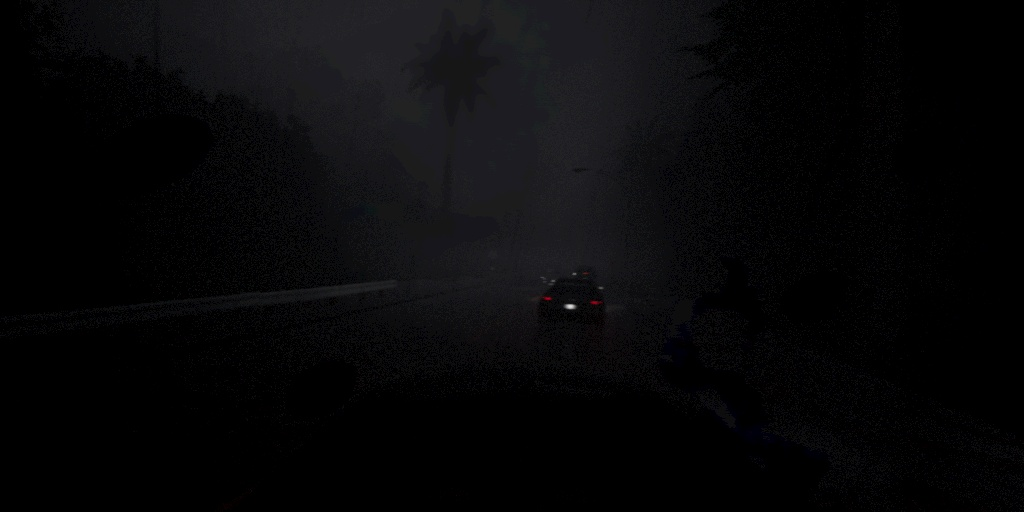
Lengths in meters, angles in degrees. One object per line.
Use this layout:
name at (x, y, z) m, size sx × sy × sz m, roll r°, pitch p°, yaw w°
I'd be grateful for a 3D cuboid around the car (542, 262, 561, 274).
car at (4.780, 1.494, 43.109) m, size 2.128 × 1.511 × 4.902 m, roll 4°, pitch 0°, yaw 13°

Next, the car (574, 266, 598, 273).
car at (6.575, 1.634, 32.050) m, size 1.837 × 1.490 × 4.892 m, roll 4°, pitch 0°, yaw 13°

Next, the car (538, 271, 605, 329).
car at (2.091, 1.432, 12.105) m, size 1.994 × 1.385 × 4.181 m, roll 4°, pitch 0°, yaw 13°
